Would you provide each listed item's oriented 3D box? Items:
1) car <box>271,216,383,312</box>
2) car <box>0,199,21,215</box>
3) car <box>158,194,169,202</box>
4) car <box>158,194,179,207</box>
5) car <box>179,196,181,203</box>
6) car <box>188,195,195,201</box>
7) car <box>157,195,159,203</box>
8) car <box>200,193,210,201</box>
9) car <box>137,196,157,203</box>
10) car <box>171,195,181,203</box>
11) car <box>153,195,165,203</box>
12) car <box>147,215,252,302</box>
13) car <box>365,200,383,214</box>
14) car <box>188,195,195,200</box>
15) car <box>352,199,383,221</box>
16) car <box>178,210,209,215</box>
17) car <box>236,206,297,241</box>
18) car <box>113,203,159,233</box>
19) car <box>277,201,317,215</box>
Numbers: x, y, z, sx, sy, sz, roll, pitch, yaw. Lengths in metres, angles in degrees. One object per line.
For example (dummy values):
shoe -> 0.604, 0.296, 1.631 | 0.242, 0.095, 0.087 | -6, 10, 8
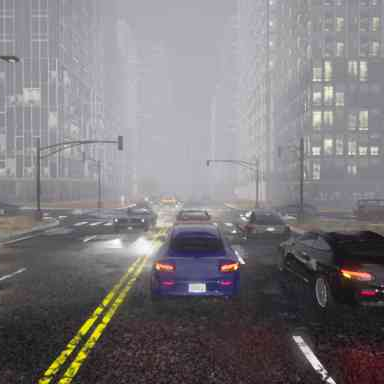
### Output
car -> 3.340, 1.522, 7.590 | 1.812, 1.442, 4.674 | 0, 0, 0
car -> -18.509, 1.358, 30.991 | 4.892, 1.490, 1.837 | 1, 1, 2
car -> -6.622, 1.285, 76.836 | 2.097, 1.767, 4.553 | 0, 0, 0
car -> -3.421, 1.442, 49.218 | 1.882, 1.535, 5.008 | 0, 0, 0
car -> -3.420, 1.555, 58.596 | 1.895, 1.301, 4.718 | 0, 0, 0
car -> -0.125, 1.467, 78.959 | 2.033, 1.411, 5.357 | 0, 0, 0
car -> -6.672, 1.460, 57.557 | 1.837, 1.490, 4.892 | 0, 0, 0
car -> 3.126, 1.144, 78.702 | 2.150, 2.045, 5.566 | 0, 0, 0
car -> -6.673, 1.513, 47.819 | 2.033, 1.411, 5.357 | 0, 0, 0
car -> -3.360, 1.418, 69.124 | 1.882, 1.535, 5.008 | 0, 0, 0
car -> -6.630, 1.448, 66.911 | 1.837, 1.490, 4.892 | 0, 0, 0
car -> 0.088, 1.522, 8.155 | 1.812, 1.442, 4.674 | 0, 0, 0
car -> 21.754, 1.643, 36.199 | 4.829, 1.417, 1.752 | 1, 0, 1
car -> -0.141, 1.505, 89.114 | 1.895, 1.301, 4.718 | 0, 0, 0
car -> 16.158, 1.520, 27.904 | 5.009, 1.841, 2.192 | 1, 0, 1
car -> 0.075, 1.591, 17.321 | 1.895, 1.301, 4.718 | 0, 0, 0
car -> 3.329, 1.555, 16.159 | 1.994, 1.385, 4.181 | 0, 0, -1
car -> -3.264, 1.587, 19.800 | 1.895, 1.301, 4.718 | 0, 0, 1
car -> 10.527, 1.621, 34.027 | 4.181, 1.385, 1.994 | 1, 1, 5
